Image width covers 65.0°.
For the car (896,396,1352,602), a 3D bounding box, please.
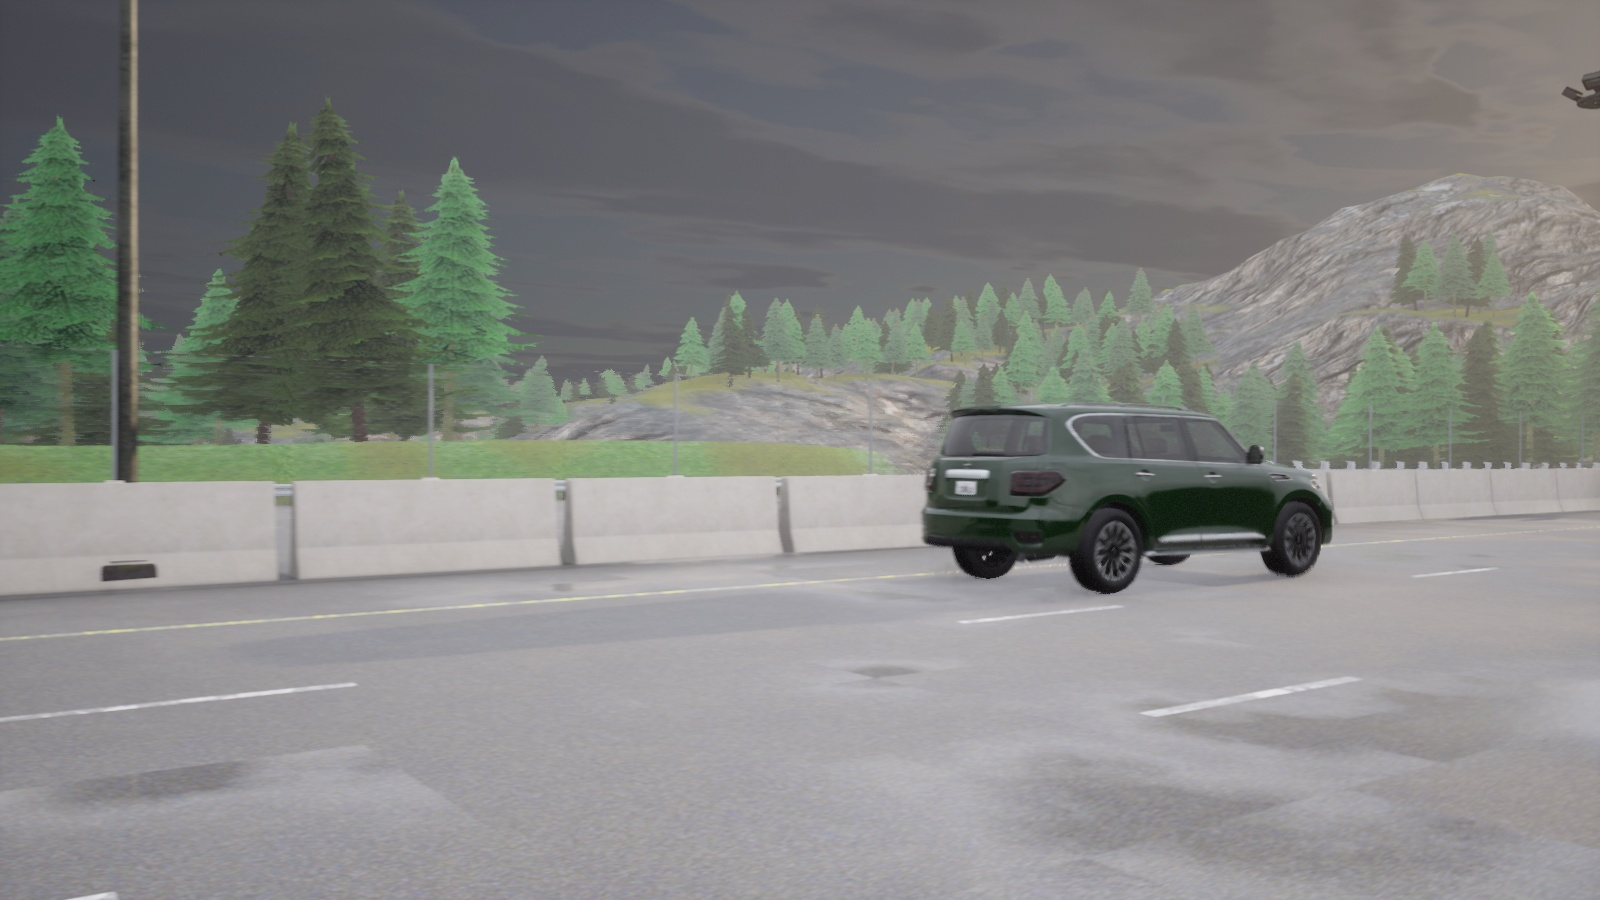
[{"bbox_3d":[3.988,0.487,14.964,5.566,2.045,2.150,0,0,-35],"label":"car"}]
